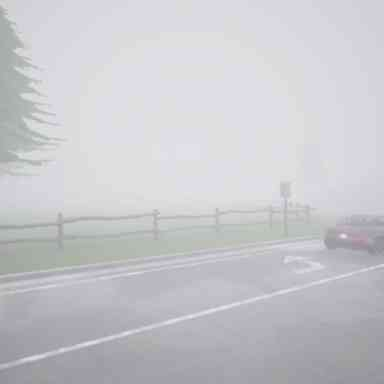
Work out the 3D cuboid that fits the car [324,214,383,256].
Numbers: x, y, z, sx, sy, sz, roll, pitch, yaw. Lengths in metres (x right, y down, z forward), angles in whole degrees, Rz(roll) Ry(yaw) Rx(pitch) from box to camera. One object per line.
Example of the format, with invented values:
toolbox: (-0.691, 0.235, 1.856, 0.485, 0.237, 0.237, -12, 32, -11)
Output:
car: (7.122, 1.562, 13.190, 4.181, 1.385, 1.994, 0, 0, -35)
